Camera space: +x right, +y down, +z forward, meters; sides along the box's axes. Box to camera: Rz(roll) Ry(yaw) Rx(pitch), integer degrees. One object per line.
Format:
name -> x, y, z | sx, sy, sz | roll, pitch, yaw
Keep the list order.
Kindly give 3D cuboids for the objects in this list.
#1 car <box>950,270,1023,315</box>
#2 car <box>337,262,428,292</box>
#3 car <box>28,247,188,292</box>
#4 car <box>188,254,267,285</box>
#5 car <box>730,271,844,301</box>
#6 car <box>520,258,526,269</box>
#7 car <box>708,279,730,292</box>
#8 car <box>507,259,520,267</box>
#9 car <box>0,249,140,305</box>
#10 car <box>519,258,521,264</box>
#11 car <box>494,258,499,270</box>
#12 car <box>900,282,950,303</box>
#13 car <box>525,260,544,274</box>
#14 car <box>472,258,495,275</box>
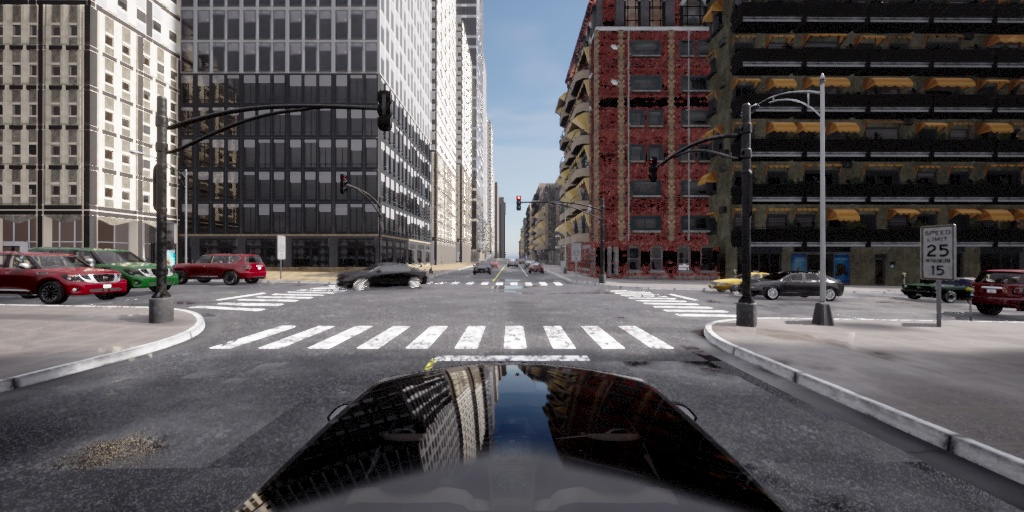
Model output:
car -> 20.607, 1.461, 13.634 | 5.009, 1.841, 2.192 | 0, 0, 0
car -> -7.303, 1.133, 20.624 | 5.008, 1.535, 1.882 | 1, 1, -40
car -> -18.240, 0.658, 15.883 | 5.566, 2.045, 2.150 | 1, 0, 0
car -> -17.696, 0.776, 21.673 | 5.009, 1.841, 2.192 | 0, 0, 0
car -> 14.926, 1.562, 19.316 | 4.892, 1.490, 1.837 | 1, 0, 2
car -> 2.726, 1.317, 54.557 | 2.007, 1.370, 4.403 | 0, 0, 0
car -> 14.644, 1.587, 21.934 | 4.829, 1.417, 1.751 | 0, 0, 0
car -> 0.138, 1.338, 65.040 | 1.994, 1.385, 4.181 | 0, 0, 1
car -> -17.567, 0.757, 13.294 | 5.009, 1.841, 2.192 | 0, 0, 0
car -> 2.731, 1.321, 60.205 | 2.007, 1.370, 4.403 | 0, 0, 0
car -> -3.055, 1.120, 53.501 | 2.097, 1.767, 4.553 | 0, 0, 0
car -> 24.217, 1.827, 19.421 | 4.718, 1.301, 1.895 | 1, 0, -1
car -> 2.768, 1.341, 41.639 | 1.802, 1.307, 4.207 | 0, 0, 0
car -> -3.080, 1.263, 38.371 | 1.837, 1.490, 4.892 | 0, 0, 0
